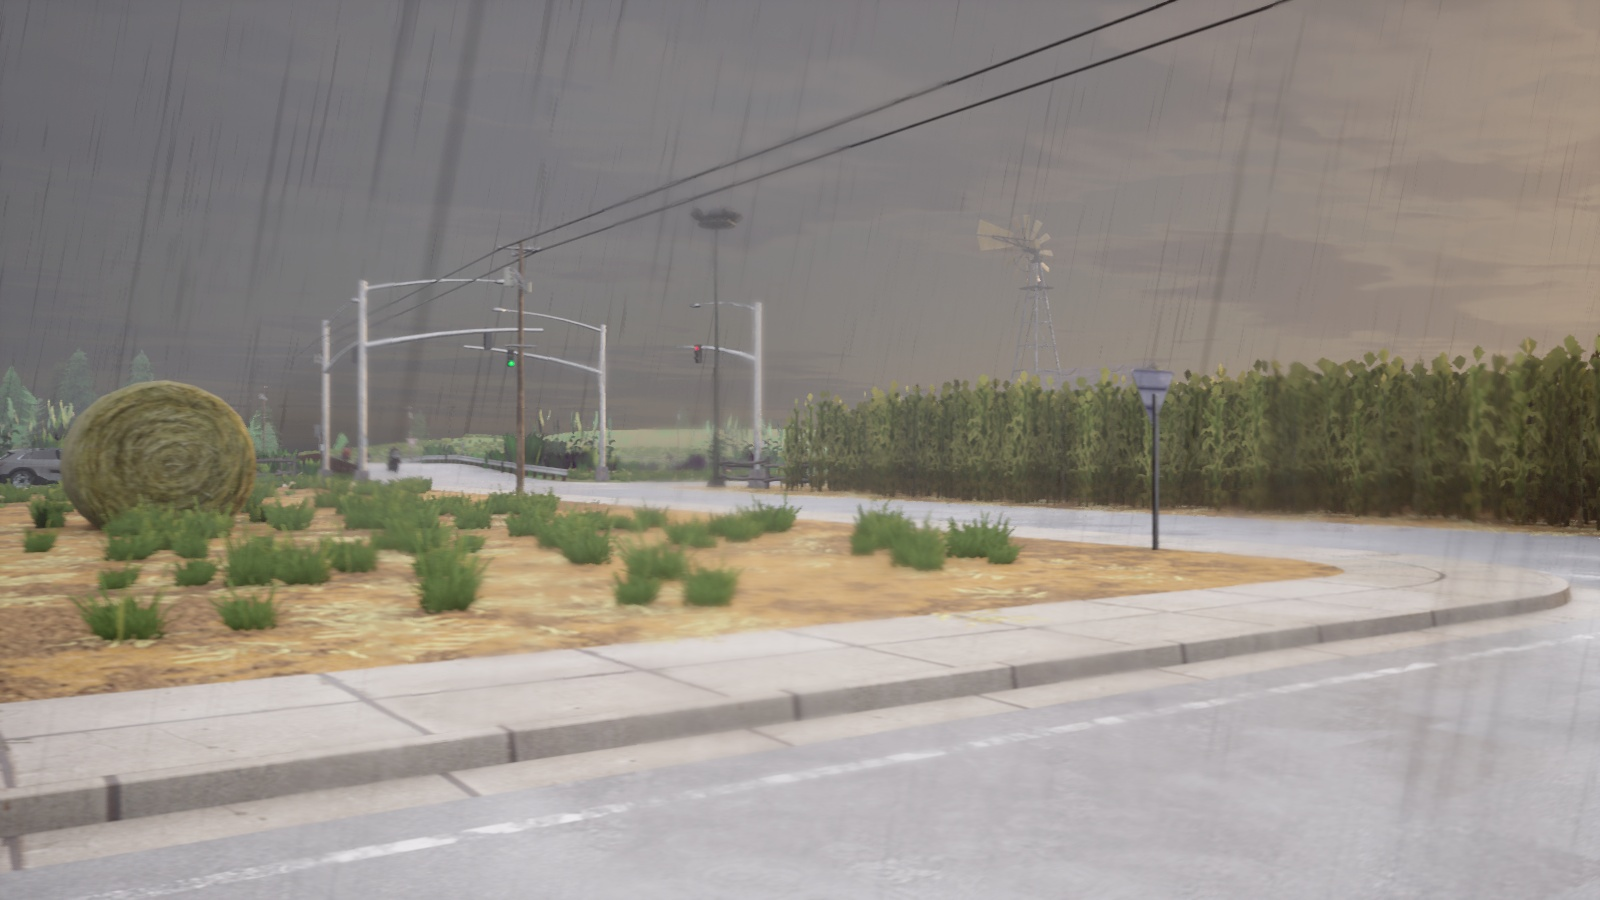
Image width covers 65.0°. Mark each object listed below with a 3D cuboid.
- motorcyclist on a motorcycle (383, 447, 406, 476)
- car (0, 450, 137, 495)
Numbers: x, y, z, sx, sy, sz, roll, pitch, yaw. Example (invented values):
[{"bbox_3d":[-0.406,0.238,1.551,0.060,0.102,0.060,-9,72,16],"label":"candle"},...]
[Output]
[{"bbox_3d":[-23.338,0.655,72.244,0.866,1.530,2.191,0,3,-28],"label":"motorcyclist on a motorcycle"},{"bbox_3d":[-28.391,0.844,48.434,4.856,1.649,2.033,0,0,-31],"label":"car"}]
